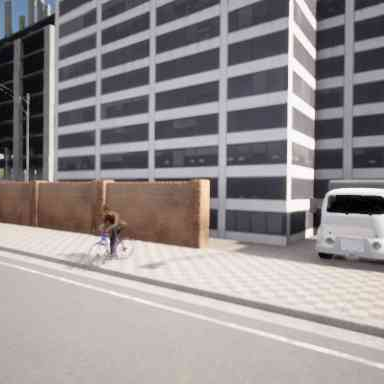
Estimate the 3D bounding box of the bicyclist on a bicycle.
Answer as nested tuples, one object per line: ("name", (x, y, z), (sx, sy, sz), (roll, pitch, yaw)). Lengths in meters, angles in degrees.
("bicyclist on a bicycle", (-2.231, 1.205, 9.250), (0.582, 1.620, 1.656), (1, 1, 35))
